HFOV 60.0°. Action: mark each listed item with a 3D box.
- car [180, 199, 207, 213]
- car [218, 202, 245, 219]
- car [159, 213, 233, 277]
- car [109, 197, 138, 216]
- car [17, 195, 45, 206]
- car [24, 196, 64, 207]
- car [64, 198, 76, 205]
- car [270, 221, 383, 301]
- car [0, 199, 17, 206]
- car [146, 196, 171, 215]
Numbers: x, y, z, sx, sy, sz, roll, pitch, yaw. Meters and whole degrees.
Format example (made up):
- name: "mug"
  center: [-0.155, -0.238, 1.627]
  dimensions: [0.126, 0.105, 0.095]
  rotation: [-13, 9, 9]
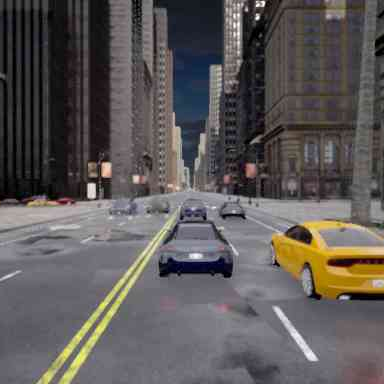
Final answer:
- name: "car"
  center: [0.094, 1.323, 27.355]
  dimensions: [2.097, 1.767, 4.553]
  rotation: [0, 0, 0]
- name: "car"
  center: [3.345, 1.534, 28.537]
  dimensions: [1.994, 1.385, 4.181]
  rotation: [0, 0, 0]
- name: "car"
  center: [0.099, 1.557, 10.247]
  dimensions: [1.994, 1.385, 4.181]
  rotation: [0, 0, 0]
- name: "car"
  center: [-6.593, 1.316, 32.286]
  dimensions: [2.097, 1.767, 4.553]
  rotation: [0, 0, 0]
- name: "car"
  center: [-29.083, 1.594, 62.133]
  dimensions: [5.009, 1.841, 2.192]
  rotation: [-1, 1, 0]
- name: "car"
  center: [-23.851, 1.780, 53.593]
  dimensions: [4.829, 1.417, 1.752]
  rotation: [-1, 1, 0]
- name: "car"
  center: [-23.993, 1.755, 62.121]
  dimensions: [4.507, 1.381, 1.887]
  rotation: [-1, 1, 0]
- name: "car"
  center: [3.349, 1.472, 8.411]
  dimensions: [1.882, 1.535, 5.008]
  rotation: [0, 0, 0]
- name: "car"
  center: [-34.166, 1.930, 62.155]
  dimensions: [4.206, 1.307, 1.802]
  rotation: [-1, 1, 0]
- name: "car"
  center: [-3.339, 1.314, 33.780]
  dimensions: [2.097, 1.767, 4.553]
  rotation: [0, 0, 0]
